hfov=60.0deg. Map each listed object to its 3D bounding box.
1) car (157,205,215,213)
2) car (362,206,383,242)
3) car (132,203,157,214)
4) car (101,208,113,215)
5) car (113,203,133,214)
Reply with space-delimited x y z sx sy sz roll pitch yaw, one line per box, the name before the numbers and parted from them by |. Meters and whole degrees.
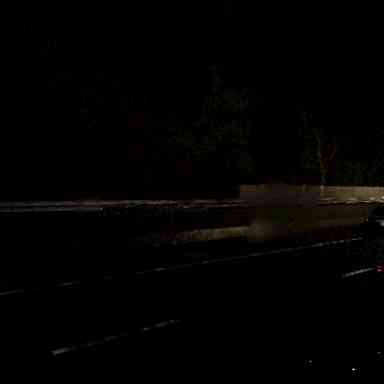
car | 0.239 1.616 21.230 4.181 1.385 1.994 0 0 -35
car | 9.791 1.361 15.149 4.553 1.767 2.097 0 0 -35
car | -1.793 1.617 24.080 4.181 1.385 1.994 0 0 -35
car | -5.521 1.623 29.258 4.718 1.301 1.895 0 0 -33
car | -3.825 1.617 26.930 4.181 1.385 1.994 0 0 -35
